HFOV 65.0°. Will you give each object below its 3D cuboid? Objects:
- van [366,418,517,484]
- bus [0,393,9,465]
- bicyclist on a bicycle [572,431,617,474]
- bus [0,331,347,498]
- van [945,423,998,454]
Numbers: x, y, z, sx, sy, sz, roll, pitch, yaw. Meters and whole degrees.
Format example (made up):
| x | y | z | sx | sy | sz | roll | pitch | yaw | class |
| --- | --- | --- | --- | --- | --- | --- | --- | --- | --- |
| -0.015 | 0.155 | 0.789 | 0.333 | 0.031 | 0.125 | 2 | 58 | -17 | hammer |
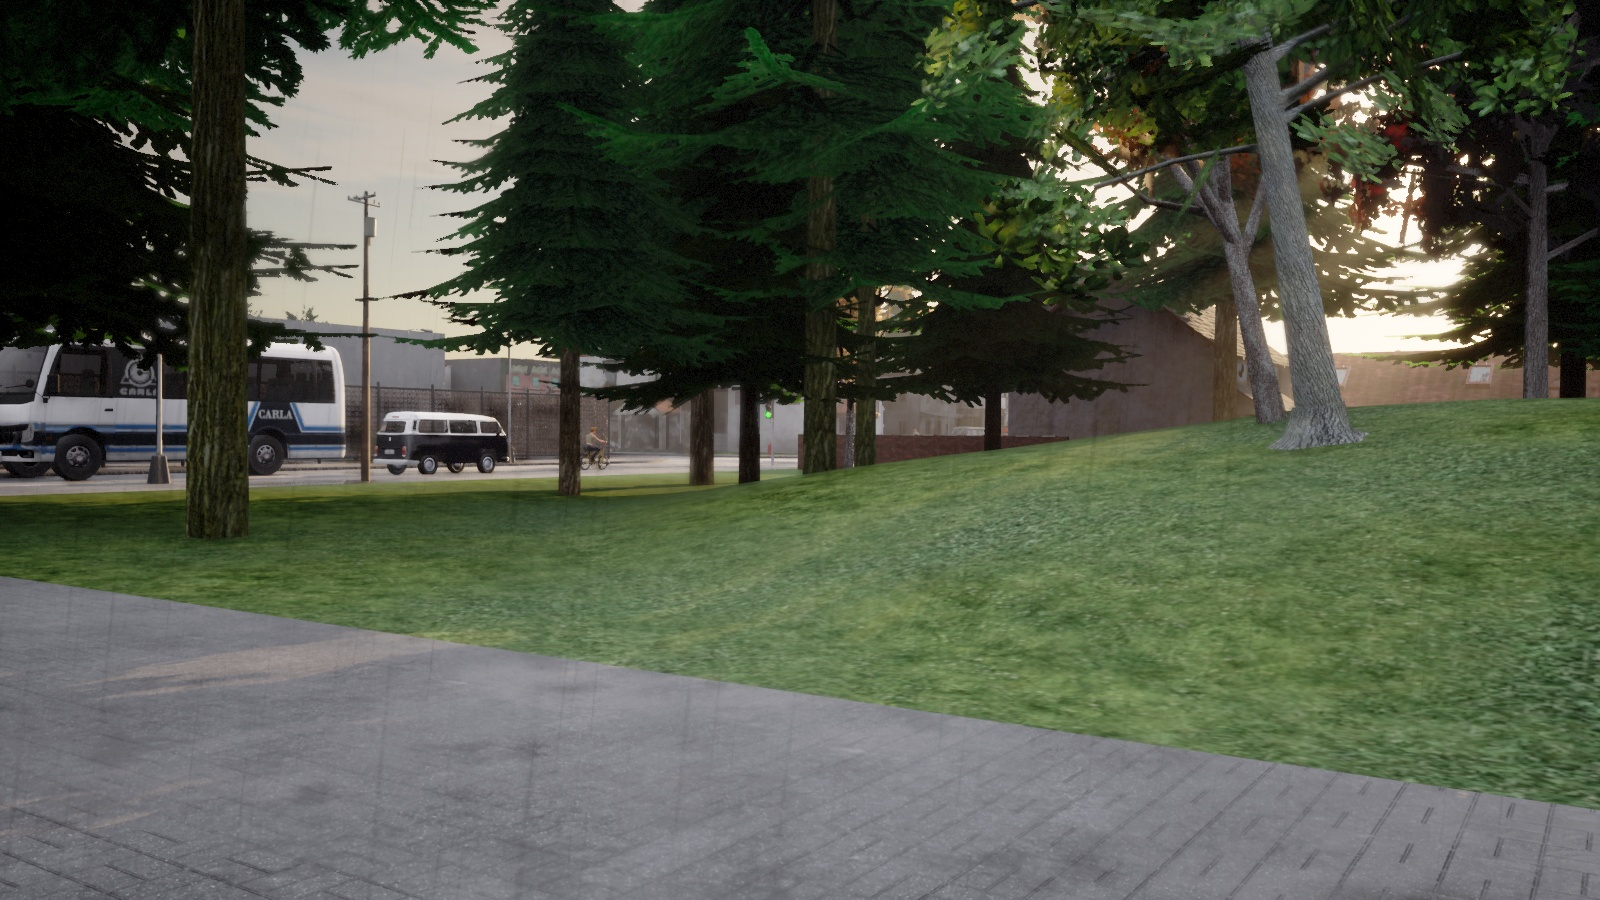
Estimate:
| x | y | z | sx | sy | sz | roll | pitch | yaw | class |
| --- | --- | --- | --- | --- | --- | --- | --- | --- | --- |
| -11.720 | -0.003 | 41.329 | 2.069 | 2.038 | 4.480 | 0 | 1 | 34 | van |
| -51.309 | -1.151 | 71.100 | 3.944 | 4.253 | 10.273 | 0 | 1 | 37 | bus |
| -7.736 | 0.093 | 47.308 | 0.866 | 1.612 | 1.509 | 0 | 0 | 33 | bicyclist on a bicycle |
| -19.142 | -0.982 | 37.384 | 3.944 | 4.253 | 10.273 | 0 | 1 | 33 | bus |
| 11.444 | -0.759 | 83.486 | 1.775 | 1.987 | 4.442 | 0 | 1 | 33 | van |
